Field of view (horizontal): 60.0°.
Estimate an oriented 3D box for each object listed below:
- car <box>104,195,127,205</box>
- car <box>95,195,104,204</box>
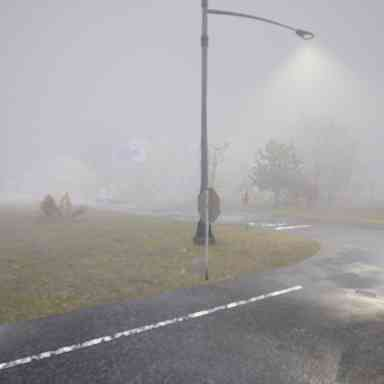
[{"bbox_3d":[-12.482,1.448,55.129,1.895,1.301,4.718,0,0,-33],"label":"car"},{"bbox_3d":[-16.297,1.361,60.819,1.812,1.442,4.674,0,0,-34],"label":"car"}]
